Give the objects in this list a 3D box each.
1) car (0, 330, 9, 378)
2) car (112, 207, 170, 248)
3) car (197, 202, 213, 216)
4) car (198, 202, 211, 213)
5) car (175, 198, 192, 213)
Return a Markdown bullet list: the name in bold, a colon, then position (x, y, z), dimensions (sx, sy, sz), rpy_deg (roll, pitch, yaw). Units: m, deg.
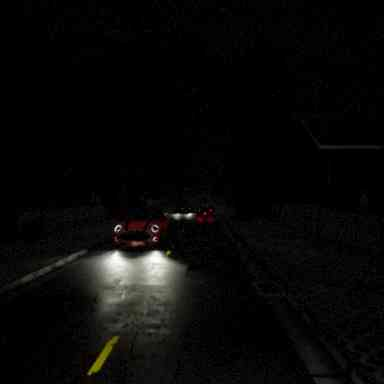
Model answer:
- **car**: position (-2.888, 1.613, 1.217), dimensions (1.895, 1.301, 4.718), rpy_deg (0, -1, 2)
- **car**: position (-2.284, 1.552, 15.885), dimensions (2.097, 1.767, 4.553), rpy_deg (0, -1, 2)
- **car**: position (1.557, 2.140, 39.500), dimensions (1.895, 1.301, 4.718), rpy_deg (0, -1, 2)
- **car**: position (1.931, 2.201, 49.445), dimensions (1.837, 1.490, 4.892), rpy_deg (0, -1, 2)
- **car**: position (-1.139, 1.861, 46.281), dimensions (2.150, 2.045, 5.566), rpy_deg (0, -1, 2)
